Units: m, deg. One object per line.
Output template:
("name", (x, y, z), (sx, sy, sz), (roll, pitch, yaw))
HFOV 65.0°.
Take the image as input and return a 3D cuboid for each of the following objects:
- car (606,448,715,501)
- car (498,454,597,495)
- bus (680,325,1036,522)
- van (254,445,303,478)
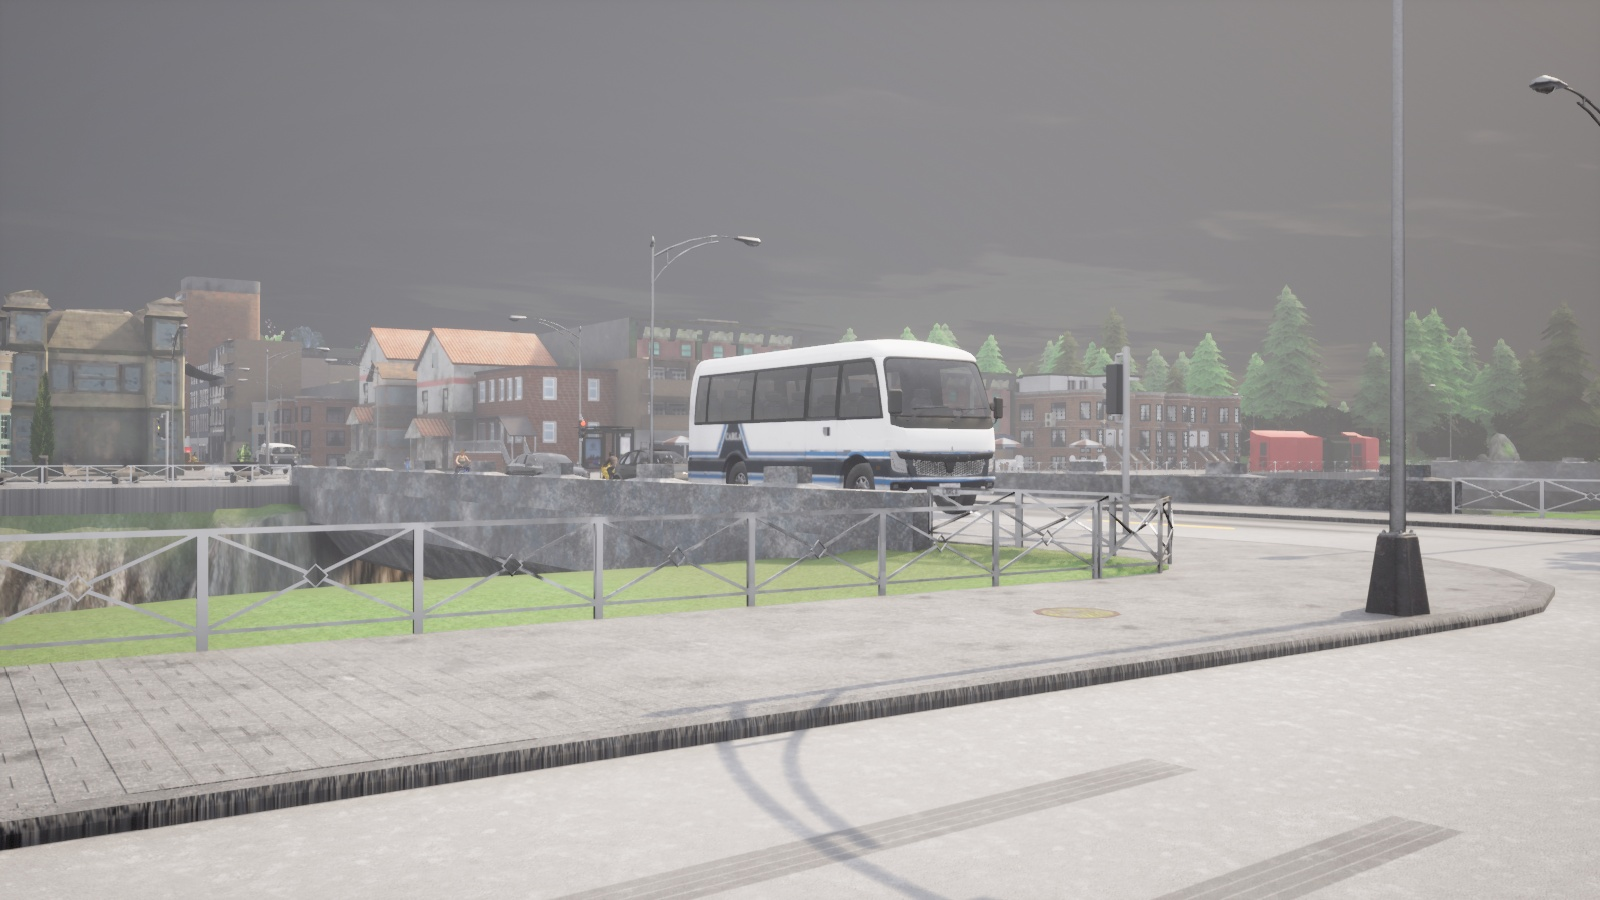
("car", (-4.535, 0.751, 40.350), (1.851, 1.617, 3.988), (0, 0, -33))
("car", (-9.613, 0.886, 47.507), (1.837, 1.490, 4.892), (0, 0, -36))
("bus", (1.029, -0.555, 32.419), (3.944, 4.253, 10.273), (0, 0, -33))
("van", (-34.693, 0.737, 83.507), (2.069, 2.038, 4.480), (0, 1, -35))
